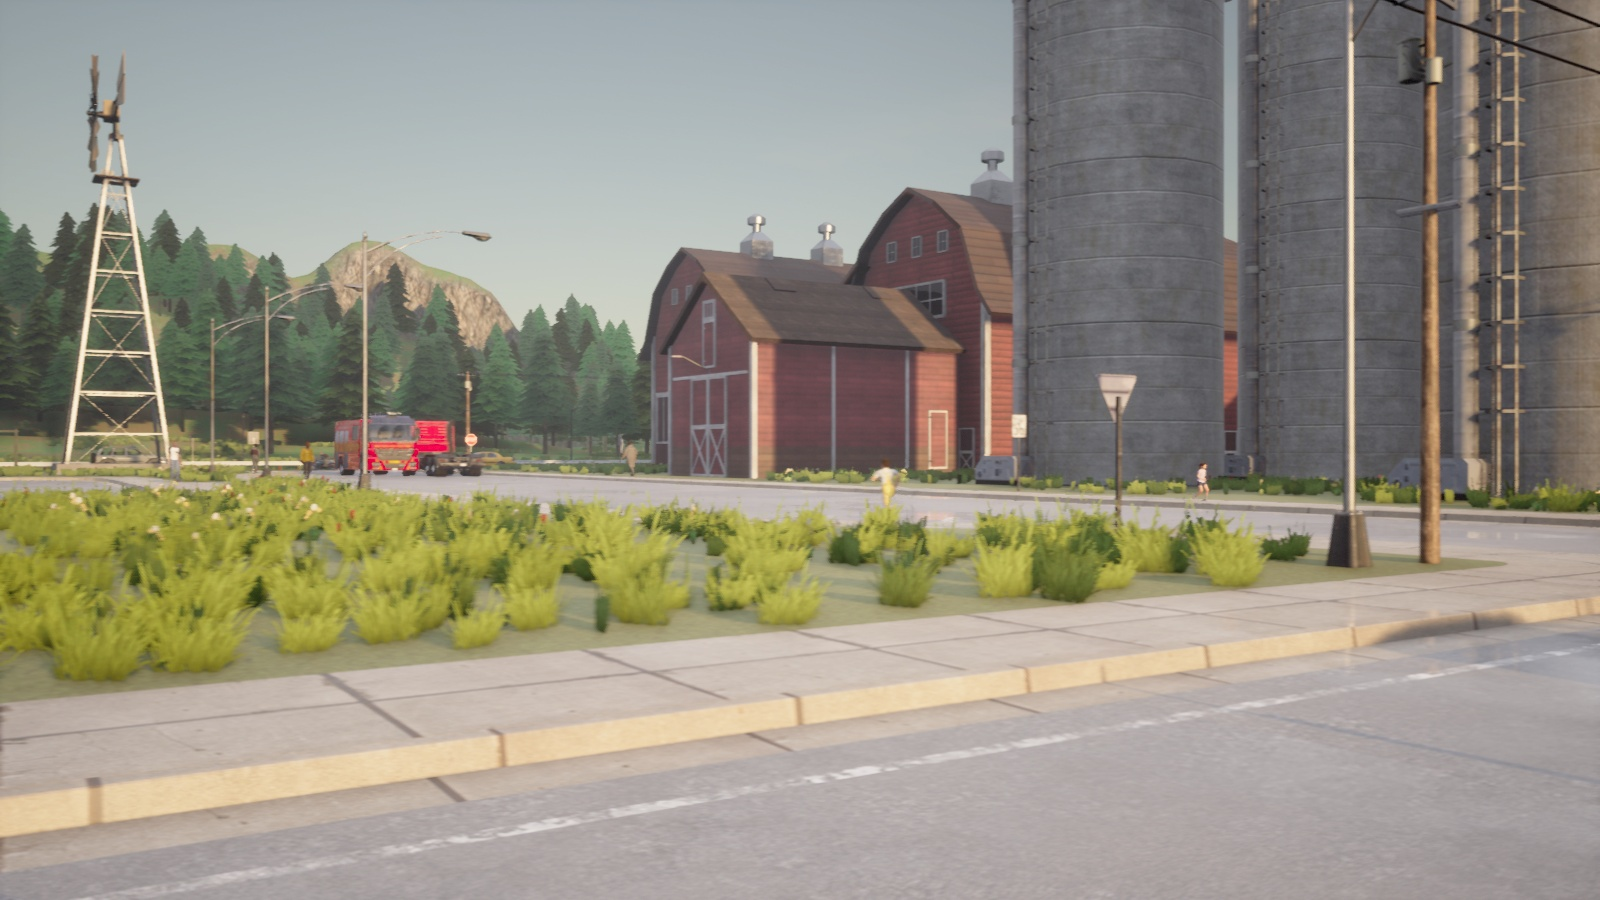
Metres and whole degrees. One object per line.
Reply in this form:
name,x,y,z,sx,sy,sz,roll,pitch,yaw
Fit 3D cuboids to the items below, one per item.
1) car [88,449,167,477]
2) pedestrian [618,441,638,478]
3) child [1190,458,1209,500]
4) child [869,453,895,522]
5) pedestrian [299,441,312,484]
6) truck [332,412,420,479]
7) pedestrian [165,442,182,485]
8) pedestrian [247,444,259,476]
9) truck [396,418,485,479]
car,-45.950,0.837,85.839,4.605,1.855,1.932,0,0,-33
pedestrian,-9.064,0.500,66.302,0.659,1.952,0.873,0,0,-42
child,10.733,0.768,33.746,0.255,1.110,0.394,0,0,-30
child,1.537,0.697,23.547,0.270,1.263,0.437,0,0,-32
pedestrian,-21.322,0.542,54.121,0.370,1.835,0.726,0,0,-33
truck,-25.581,-0.239,75.473,2.891,3.827,8.468,0,0,-34
pedestrian,-26.420,0.564,52.932,0.706,1.836,0.354,0,0,36
pedestrian,-32.925,0.612,75.610,0.402,1.930,0.666,0,0,0
truck,-21.880,-0.071,76.168,2.891,3.462,7.936,0,0,-34
